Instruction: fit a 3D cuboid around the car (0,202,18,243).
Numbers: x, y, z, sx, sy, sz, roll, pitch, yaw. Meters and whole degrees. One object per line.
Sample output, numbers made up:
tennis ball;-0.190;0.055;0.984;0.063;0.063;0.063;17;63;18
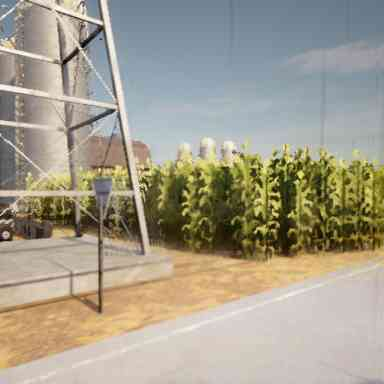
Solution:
car;-9.388;1.387;14.009;1.905;1.878;3.866;-1;0;20
